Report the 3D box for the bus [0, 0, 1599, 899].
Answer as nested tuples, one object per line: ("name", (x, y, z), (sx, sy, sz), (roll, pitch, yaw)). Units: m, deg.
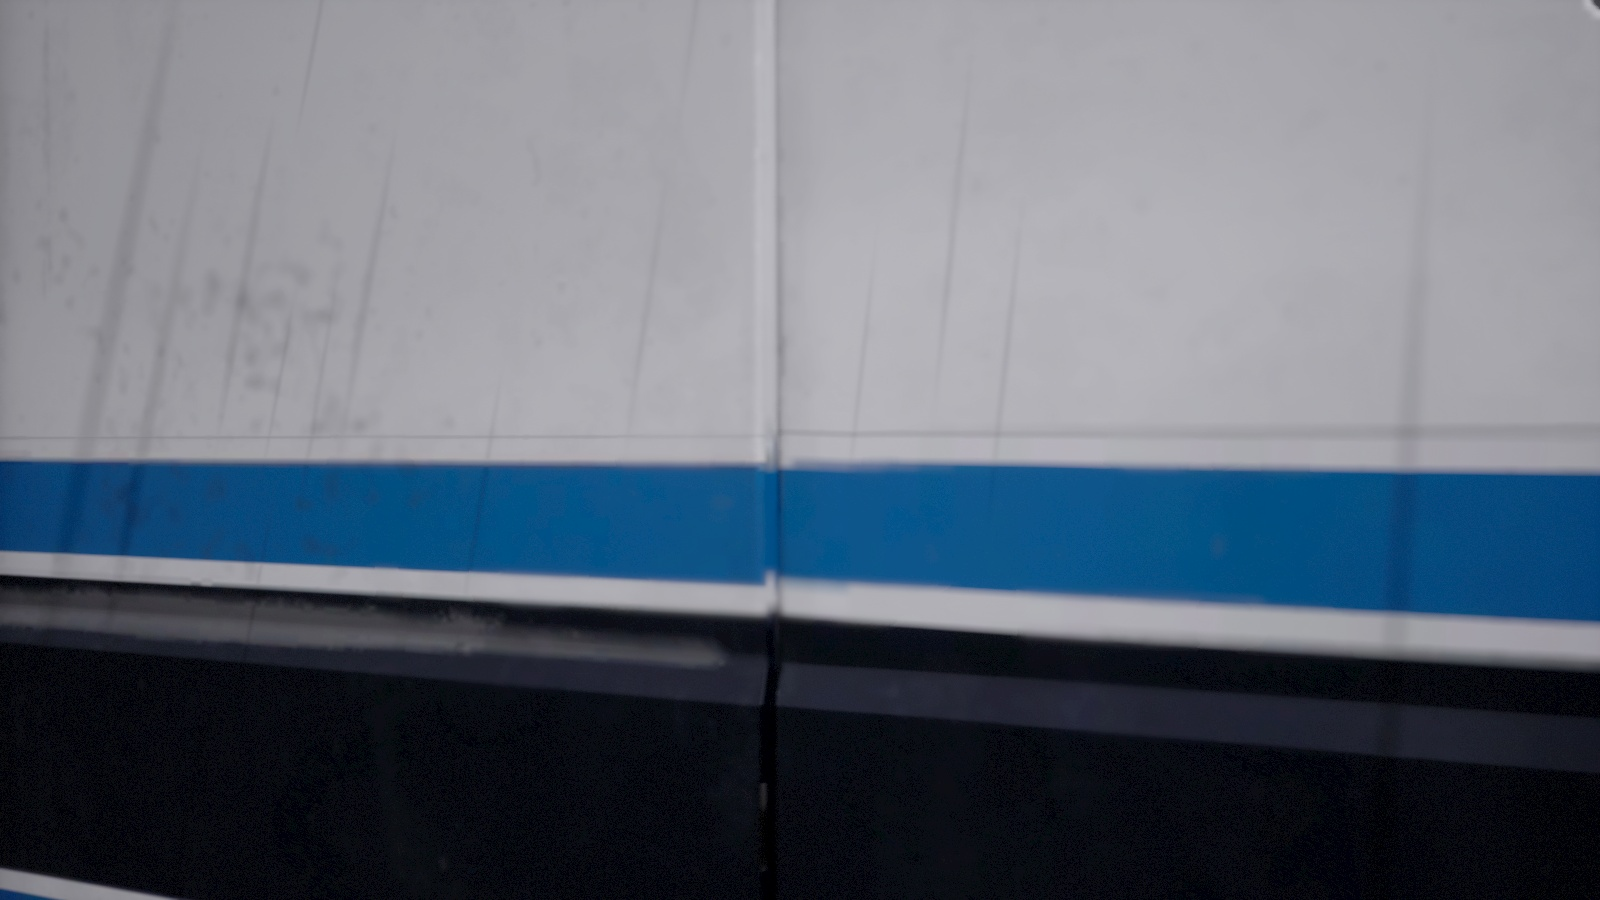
("bus", (-0.184, -0.599, 3.171), (10.273, 4.253, 3.944), (1, 1, 22))
